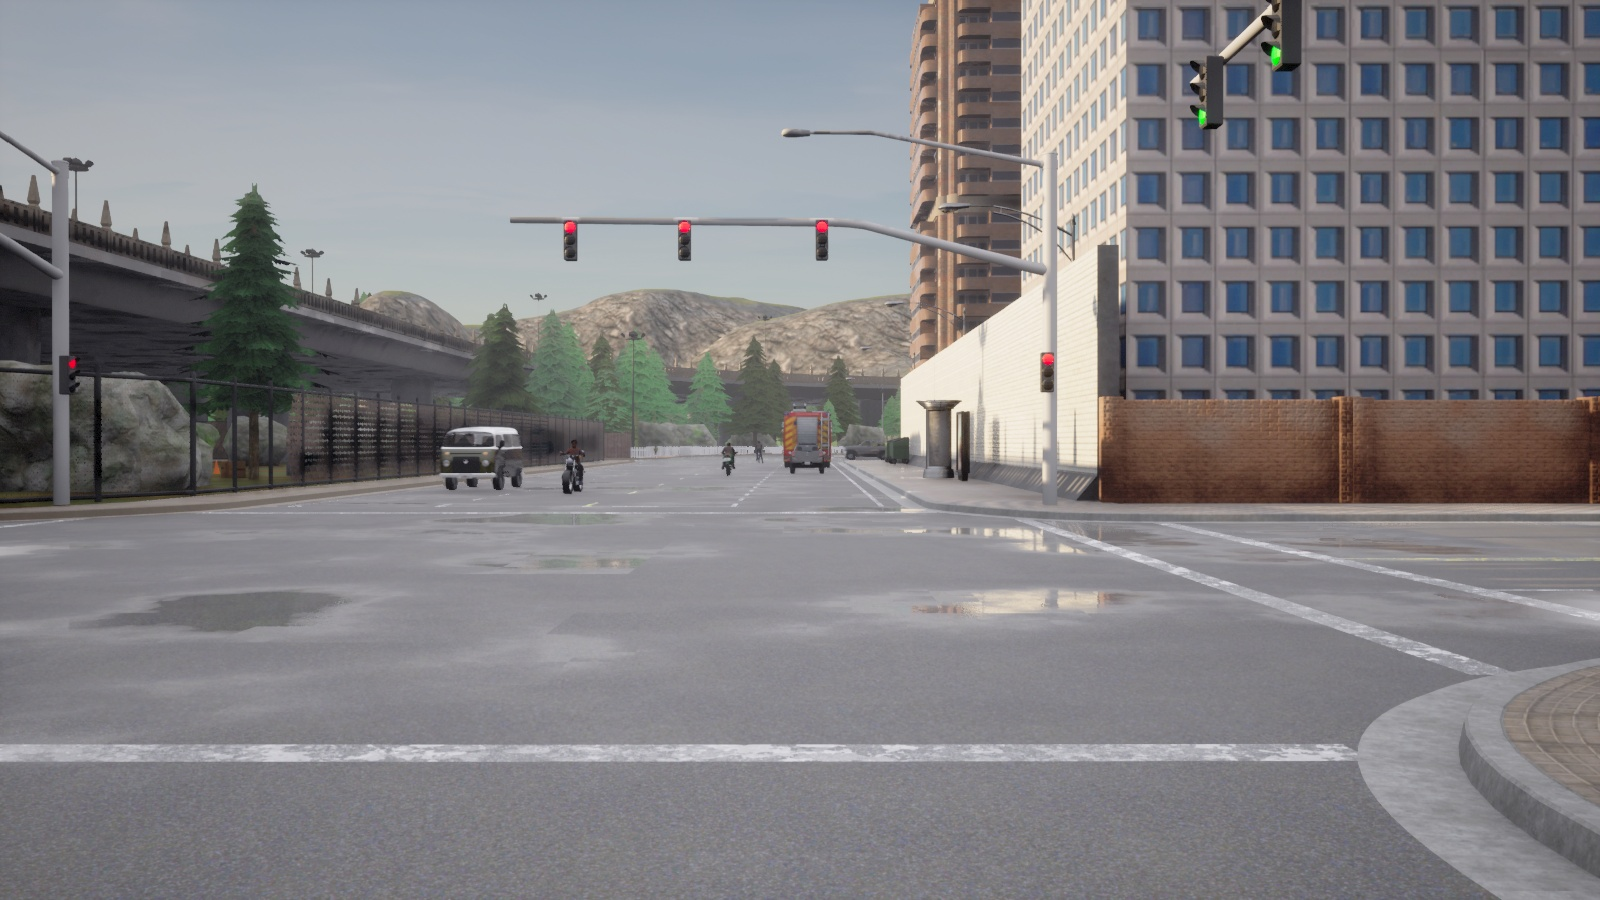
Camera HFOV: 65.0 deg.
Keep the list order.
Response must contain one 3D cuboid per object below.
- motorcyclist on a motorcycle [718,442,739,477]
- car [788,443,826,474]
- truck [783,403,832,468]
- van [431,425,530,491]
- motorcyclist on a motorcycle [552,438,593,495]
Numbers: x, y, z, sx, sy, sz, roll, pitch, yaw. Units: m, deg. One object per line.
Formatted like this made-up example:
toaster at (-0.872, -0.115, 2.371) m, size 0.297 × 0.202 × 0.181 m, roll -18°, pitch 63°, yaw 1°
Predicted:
motorcyclist on a motorcycle at (-3.179, 0.409, 56.205) m, size 0.797 × 1.523 × 2.044 m, roll 0°, pitch 0°, yaw 0°
car at (0.354, 0.409, 62.230) m, size 1.845 × 1.501 × 3.633 m, roll 0°, pitch 0°, yaw 0°
truck at (0.443, -0.860, 78.360) m, size 2.891 × 3.827 × 8.468 m, roll 0°, pitch 0°, yaw 0°
van at (-10.263, 0.232, 40.685) m, size 2.069 × 2.038 × 4.480 m, roll 0°, pitch 0°, yaw 0°
motorcyclist on a motorcycle at (-6.781, 0.480, 37.514) m, size 0.766 × 1.649 × 2.350 m, roll 0°, pitch 0°, yaw 0°
